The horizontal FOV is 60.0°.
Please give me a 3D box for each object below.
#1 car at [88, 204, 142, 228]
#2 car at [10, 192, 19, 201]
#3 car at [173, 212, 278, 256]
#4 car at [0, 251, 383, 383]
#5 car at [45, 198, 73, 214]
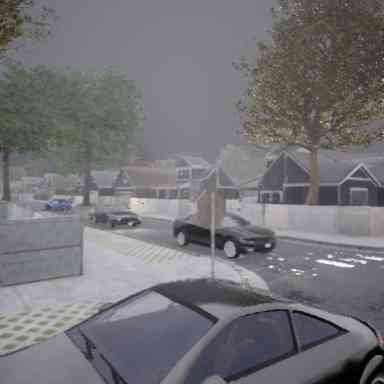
[{"bbox_3d":[-5.326,1.554,22.435,2.033,1.411,5.357,1,0,-36],"label":"car"},{"bbox_3d":[-42.518,1.267,79.472,2.128,1.511,4.902,1,0,-36],"label":"car"},{"bbox_3d":[1.148,1.541,13.373,1.882,1.535,5.008,1,0,-35],"label":"car"},{"bbox_3d":[-0.032,1.586,2.922,4.181,1.385,1.994,1,-1,-35],"label":"car"},{"bbox_3d":[-13.756,1.414,34.280,1.882,1.535,5.008,1,0,-35],"label":"car"}]
